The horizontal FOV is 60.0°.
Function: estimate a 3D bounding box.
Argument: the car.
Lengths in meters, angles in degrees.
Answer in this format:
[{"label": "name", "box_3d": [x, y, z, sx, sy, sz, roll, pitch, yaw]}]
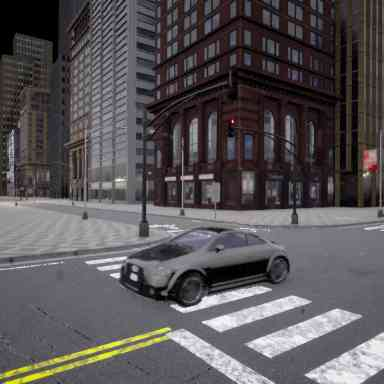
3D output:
[{"label": "car", "box_3d": [0.428, 1.567, 7.995, 4.181, 1.385, 1.994, 0, 0, -36]}]
